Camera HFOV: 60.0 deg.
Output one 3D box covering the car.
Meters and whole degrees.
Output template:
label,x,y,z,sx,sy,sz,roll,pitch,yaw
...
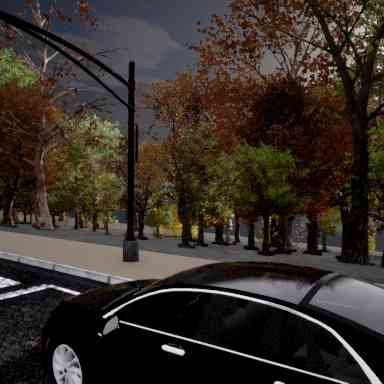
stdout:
label,x,y,z,sx,sy,sz,roll,pitch,yaw
car,0.389,1.505,3.397,4.892,1.490,1.837,0,0,36
